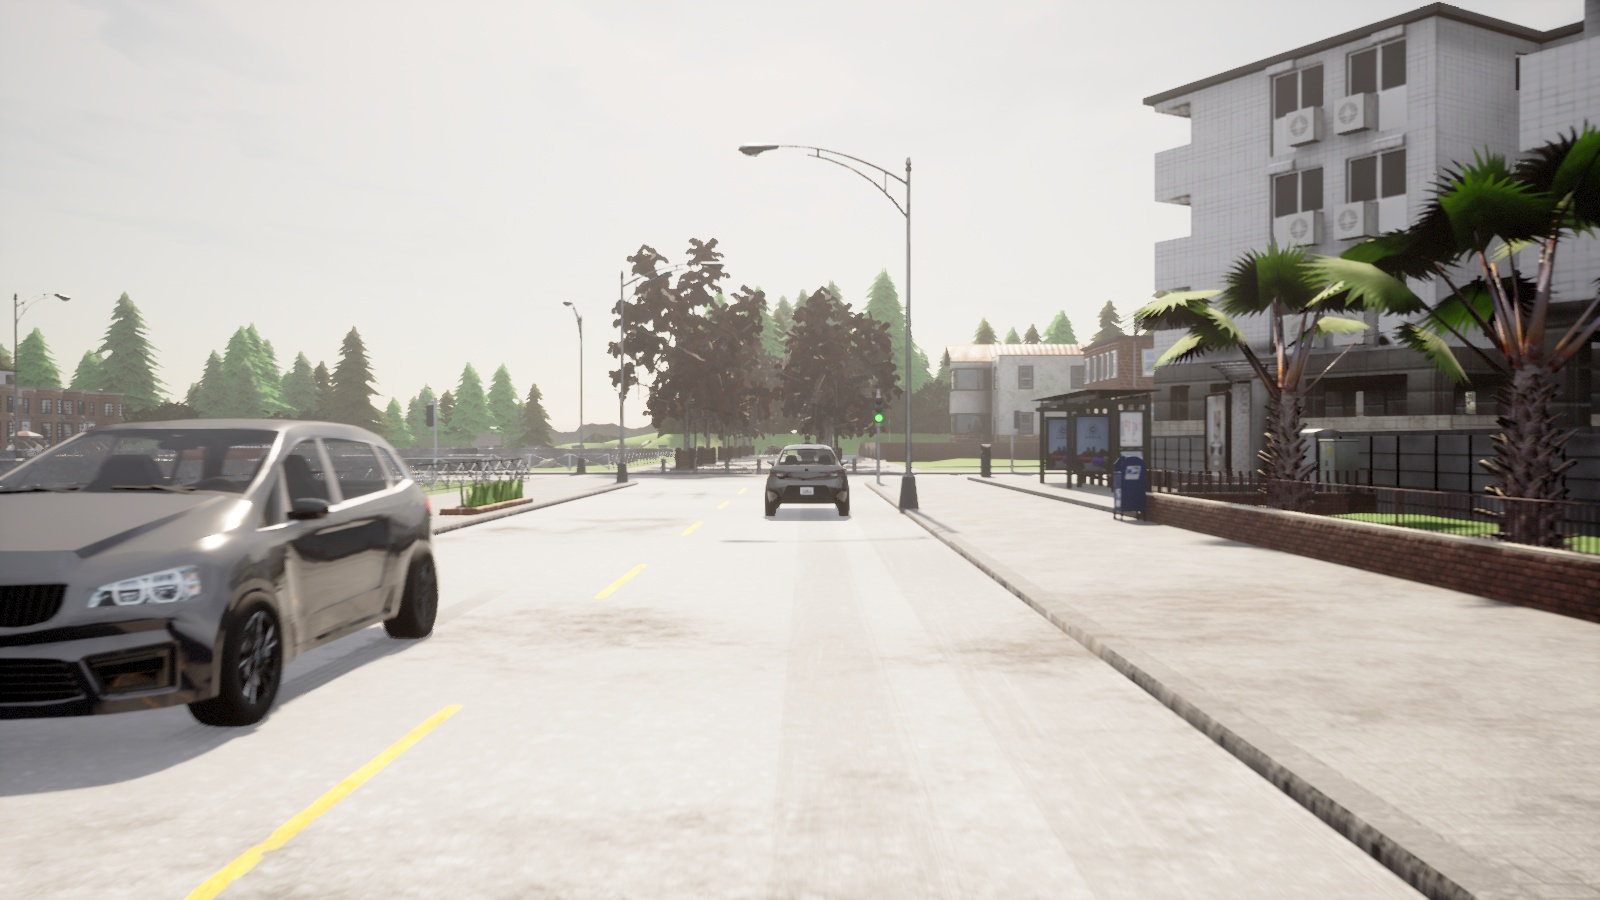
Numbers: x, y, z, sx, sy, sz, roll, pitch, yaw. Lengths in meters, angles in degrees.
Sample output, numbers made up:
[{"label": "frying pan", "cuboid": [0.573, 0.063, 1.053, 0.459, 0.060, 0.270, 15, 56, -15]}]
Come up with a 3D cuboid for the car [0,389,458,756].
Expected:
[{"label": "car", "cuboid": [-3.939, 0.542, 8.005, 2.242, 1.667, 4.611, 0, 0, 0]}]

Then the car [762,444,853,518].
[{"label": "car", "cuboid": [0.165, 0.608, 27.110, 1.816, 1.474, 4.193, 0, 0, 1]}]
